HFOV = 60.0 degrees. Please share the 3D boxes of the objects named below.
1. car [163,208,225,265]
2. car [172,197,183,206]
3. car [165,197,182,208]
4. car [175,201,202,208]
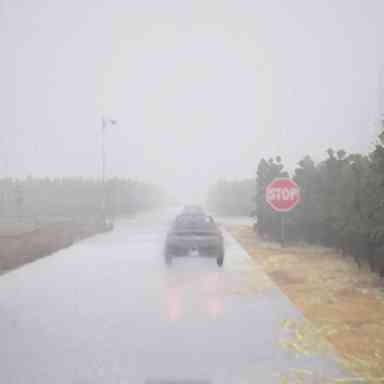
[{"bbox_3d":[0.074,1.523,11.765,2.128,1.511,4.902,0,0,0],"label":"car"},{"bbox_3d":[-3.085,2.050,69.747,2.097,1.767,4.553,0,-2,0],"label":"car"},{"bbox_3d":[-3.152,1.669,54.565,2.097,1.767,4.553,0,-1,0],"label":"car"},{"bbox_3d":[0.061,1.680,25.757,2.033,1.411,5.357,-1,0,0],"label":"car"}]
